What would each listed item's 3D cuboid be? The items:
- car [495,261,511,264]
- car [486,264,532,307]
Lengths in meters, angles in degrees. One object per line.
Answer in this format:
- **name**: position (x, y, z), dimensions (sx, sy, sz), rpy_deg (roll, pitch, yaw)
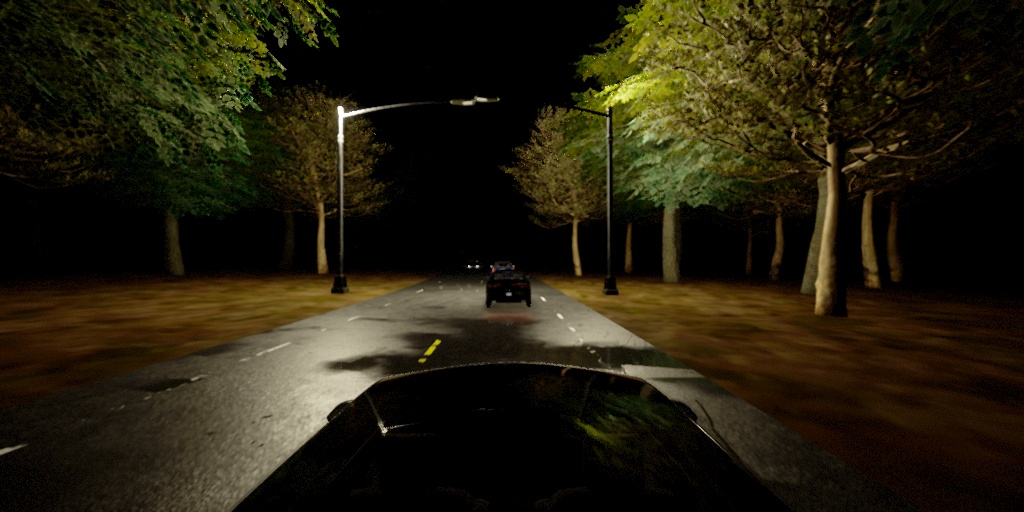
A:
- **car**: position (-0.796, 1.234, 31.040), dimensions (2.097, 1.767, 4.553), rpy_deg (0, 0, -3)
- **car**: position (-0.181, 1.335, 16.410), dimensions (1.882, 1.535, 5.008), rpy_deg (0, 0, -1)
